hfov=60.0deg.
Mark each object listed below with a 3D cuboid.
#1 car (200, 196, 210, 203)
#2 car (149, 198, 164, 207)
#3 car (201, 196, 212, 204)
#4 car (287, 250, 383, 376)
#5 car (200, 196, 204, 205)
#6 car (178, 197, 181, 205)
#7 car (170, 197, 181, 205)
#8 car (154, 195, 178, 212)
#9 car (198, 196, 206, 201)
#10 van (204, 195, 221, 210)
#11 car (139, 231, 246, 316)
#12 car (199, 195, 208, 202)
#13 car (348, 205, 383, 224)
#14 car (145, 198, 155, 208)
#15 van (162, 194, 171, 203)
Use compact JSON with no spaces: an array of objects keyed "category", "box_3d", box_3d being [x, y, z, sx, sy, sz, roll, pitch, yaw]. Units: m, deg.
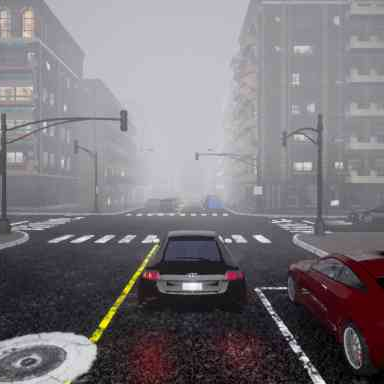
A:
[{"category":"car","box_3d":[2.729,1.662,70.765,1.887,1.381,4.507,-1,0,0]},{"category":"car","box_3d":[-5.806,1.631,54.260,1.947,1.339,4.313,-1,0,0]},{"category":"car","box_3d":[2.724,1.539,65.245,1.967,1.590,4.097,-1,0,0]},{"category":"car","box_3d":[2.796,1.582,5.284,1.802,1.307,4.206,0,0,0]},{"category":"car","box_3d":[2.754,1.367,48.683,2.192,1.841,5.009,-1,0,0]},{"category":"car","box_3d":[-3.061,1.532,49.995,1.882,1.535,5.008,0,0,0]},{"category":"car","box_3d":[-3.029,1.611,61.283,1.812,1.442,4.674,0,0,1]},{"category":"car","box_3d":[-3.046,1.512,39.715,1.882,1.535,5.008,0,0,-1]},{"category":"car","box_3d":[2.815,1.768,92.853,1.947,1.339,4.313,-1,0,0]},{"category":"van","box_3d":[2.839,1.381,43.186,1.690,1.788,3.998,-1,0,0]},{"category":"car","box_3d":[0.007,1.564,7.623,1.994,1.385,4.181,0,0,0]},{"category":"car","box_3d":[2.783,1.597,81.808,1.967,1.590,4.097,-1,0,0]},{"category":"car","box_3d":[14.624,1.727,26.199,4.181,1.385,1.994,1,0,0]},{"category":"car","box_3d":[-5.809,1.634,48.738,1.802,1.307,4.206,-1,0,0]},{"category":"van","box_3d":[-5.794,1.478,76.354,1.690,1.788,3.998,-1,0,0]}]
